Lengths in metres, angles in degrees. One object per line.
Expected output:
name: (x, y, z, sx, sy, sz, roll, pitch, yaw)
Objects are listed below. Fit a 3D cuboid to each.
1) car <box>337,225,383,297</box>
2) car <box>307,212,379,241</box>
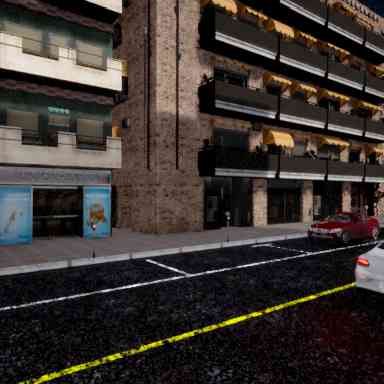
car: (5.376, 1.526, 7.266, 4.674, 1.442, 1.812, 0, 0, -35)
car: (7.172, 1.583, 15.538, 4.206, 1.307, 1.802, 0, 0, -35)
